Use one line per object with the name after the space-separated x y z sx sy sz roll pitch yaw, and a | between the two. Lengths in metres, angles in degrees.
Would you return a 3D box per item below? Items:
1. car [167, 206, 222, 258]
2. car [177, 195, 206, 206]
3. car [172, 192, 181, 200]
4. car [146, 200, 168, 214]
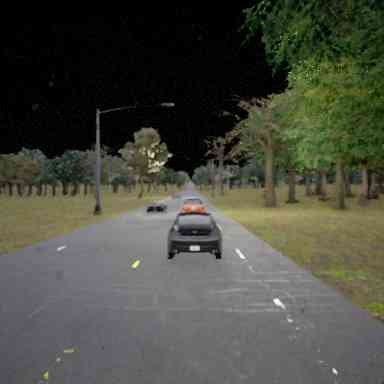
0.094 1.515 12.831 1.837 1.490 4.892 0 0 0 | car
0.097 1.332 28.527 2.097 1.767 4.553 0 0 0 | car
-3.490 0.828 75.321 2.097 1.767 4.553 0 1 0 | car
-3.593 1.549 34.404 1.895 1.301 4.718 0 0 0 | car
